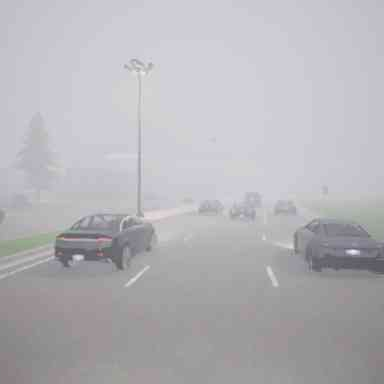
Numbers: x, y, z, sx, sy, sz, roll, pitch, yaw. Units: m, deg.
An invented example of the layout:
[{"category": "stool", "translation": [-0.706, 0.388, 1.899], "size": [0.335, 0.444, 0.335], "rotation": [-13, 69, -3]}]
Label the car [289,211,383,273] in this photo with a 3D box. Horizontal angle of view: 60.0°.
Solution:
[{"category": "car", "translation": [4.484, 1.515, 10.571], "size": [1.994, 1.385, 4.181], "rotation": [0, 0, 9]}]

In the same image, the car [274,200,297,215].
[{"category": "car", "translation": [8.944, 1.418, 32.035], "size": [1.994, 1.385, 4.181], "rotation": [0, 0, 13]}]

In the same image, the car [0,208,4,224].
[{"category": "car", "translation": [-10.932, 1.498, 14.689], "size": [1.994, 1.385, 4.181], "rotation": [0, 0, 17]}]

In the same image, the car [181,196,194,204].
[{"category": "car", "translation": [-0.599, 1.367, 58.365], "size": [1.895, 1.301, 4.718], "rotation": [0, 0, 13]}]

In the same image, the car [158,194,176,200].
[{"category": "car", "translation": [-4.007, 0.911, 59.163], "size": [1.812, 1.442, 4.674], "rotation": [0, 0, 13]}]

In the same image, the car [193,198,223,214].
[{"category": "car", "translation": [1.915, 1.399, 32.718], "size": [2.033, 1.411, 5.357], "rotation": [0, 0, 13]}]

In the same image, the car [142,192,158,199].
[{"category": "car", "translation": [-7.414, 0.739, 59.963], "size": [2.097, 1.767, 4.553], "rotation": [0, 0, 13]}]

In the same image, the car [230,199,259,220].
[{"category": "car", "translation": [4.194, 1.478, 26.874], "size": [1.895, 1.301, 4.718], "rotation": [0, 0, 13]}]

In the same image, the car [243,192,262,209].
[{"category": "car", "translation": [7.671, 1.024, 42.265], "size": [2.150, 2.045, 5.566], "rotation": [0, 0, 11]}]

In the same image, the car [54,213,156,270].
[{"category": "car", "translation": [-2.545, 1.442, 10.880], "size": [2.128, 1.511, 4.902], "rotation": [0, 0, 8]}]

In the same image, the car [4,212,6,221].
[{"category": "car", "translation": [-13.239, 1.418, 19.329], "size": [1.837, 1.490, 4.892], "rotation": [0, 0, 15]}]
